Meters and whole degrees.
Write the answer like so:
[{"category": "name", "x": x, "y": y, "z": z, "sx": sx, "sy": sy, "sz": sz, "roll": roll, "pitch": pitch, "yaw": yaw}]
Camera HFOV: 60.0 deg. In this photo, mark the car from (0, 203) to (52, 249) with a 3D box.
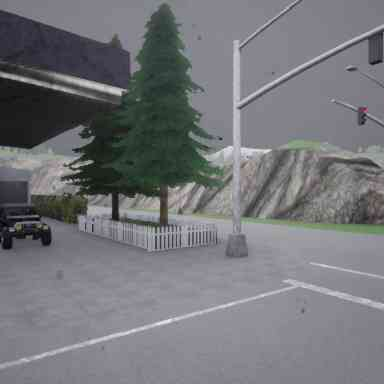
[{"category": "car", "x": -8.074, "y": 1.505, "z": 15.784, "sx": 1.905, "sy": 1.878, "sz": 3.866, "roll": 0, "pitch": 0, "yaw": -37}]
